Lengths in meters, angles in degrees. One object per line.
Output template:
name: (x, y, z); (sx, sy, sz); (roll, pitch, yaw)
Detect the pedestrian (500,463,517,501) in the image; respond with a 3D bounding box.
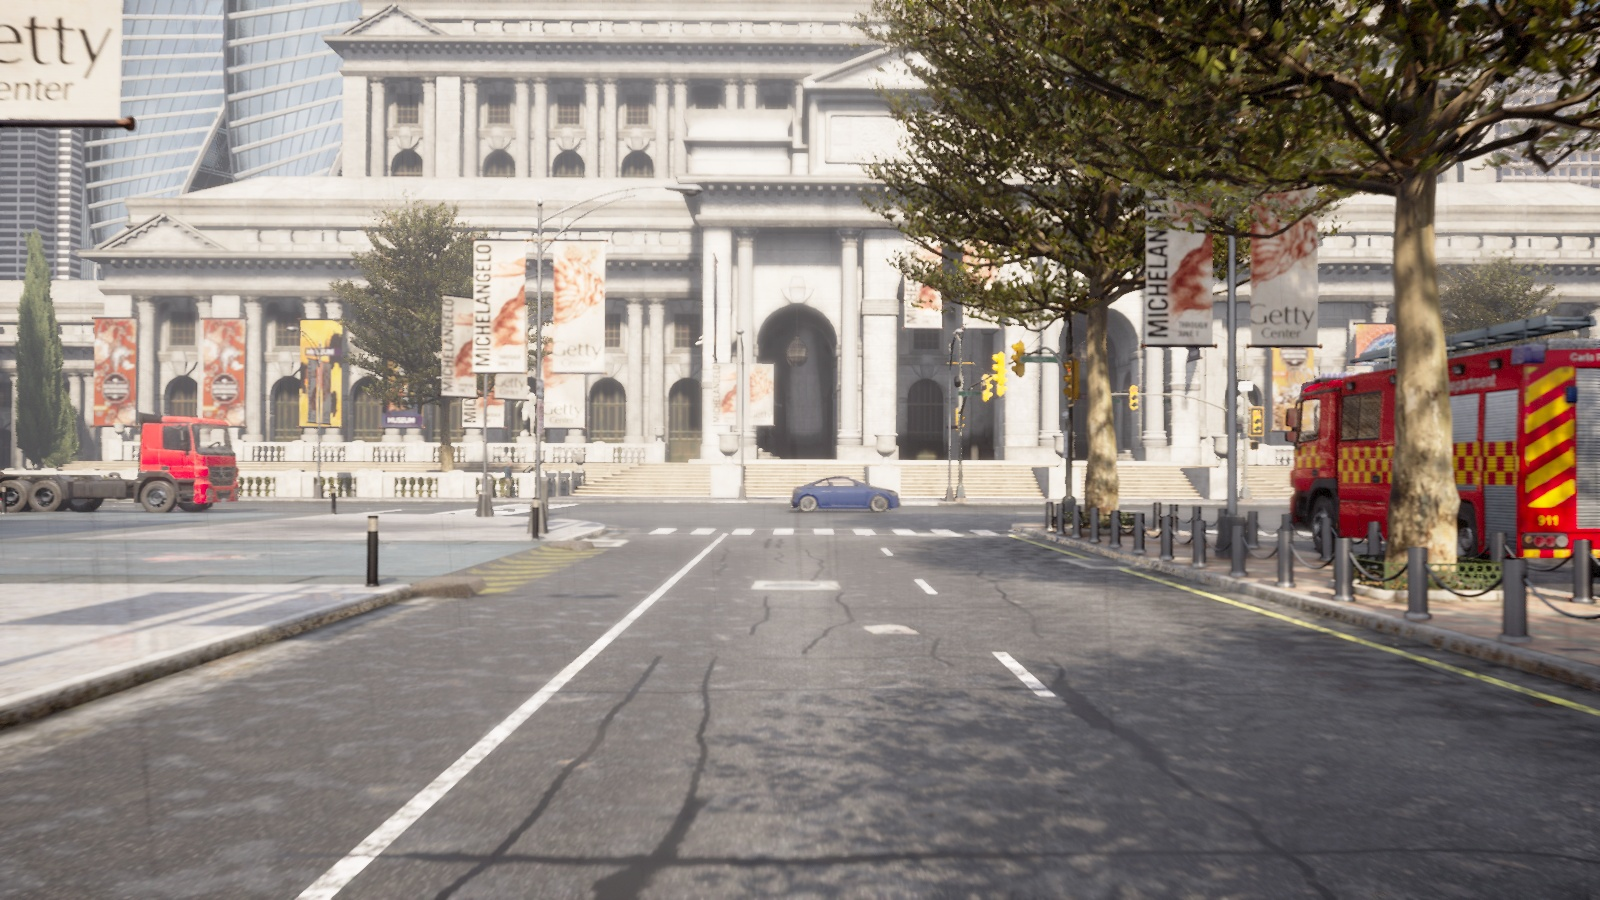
pedestrian: (-14.346, 1.563, 61.854); (0.726, 1.842, 0.402); (0, -1, 1)

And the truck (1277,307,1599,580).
truck: (11.403, -0.029, 21.906); (2.891, 3.827, 8.468); (0, -1, 0)

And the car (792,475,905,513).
car: (1.798, 1.667, 47.587); (4.181, 1.385, 1.994); (0, -1, 0)

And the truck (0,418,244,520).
truck: (-24.177, 0.668, 44.145); (7.936, 3.462, 2.891); (0, -1, 0)
